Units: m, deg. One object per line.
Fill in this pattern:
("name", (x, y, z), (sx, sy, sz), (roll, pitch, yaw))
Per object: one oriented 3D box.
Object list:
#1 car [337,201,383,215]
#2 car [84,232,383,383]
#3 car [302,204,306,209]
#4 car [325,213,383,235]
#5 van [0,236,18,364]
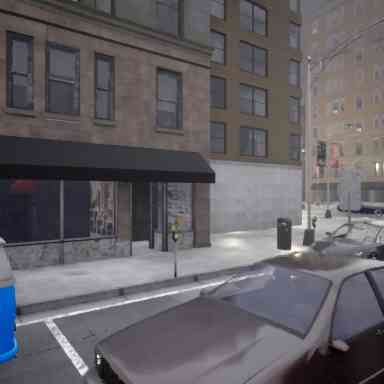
("car", (16.193, 1.531, 31.028), (1.895, 1.301, 4.718), (0, 0, -36))
("car", (1.547, 1.547, 4.192), (5.357, 1.411, 2.033), (0, 0, -35))
("car", (10.514, 1.432, 38.895), (2.033, 1.411, 5.357), (0, 0, -36))
("car", (5.252, 1.551, 9.951), (4.403, 1.369, 2.008), (0, 0, -36))
("van", (-3.958, 1.341, 3.364), (3.998, 1.788, 1.690), (0, 0, -36))
